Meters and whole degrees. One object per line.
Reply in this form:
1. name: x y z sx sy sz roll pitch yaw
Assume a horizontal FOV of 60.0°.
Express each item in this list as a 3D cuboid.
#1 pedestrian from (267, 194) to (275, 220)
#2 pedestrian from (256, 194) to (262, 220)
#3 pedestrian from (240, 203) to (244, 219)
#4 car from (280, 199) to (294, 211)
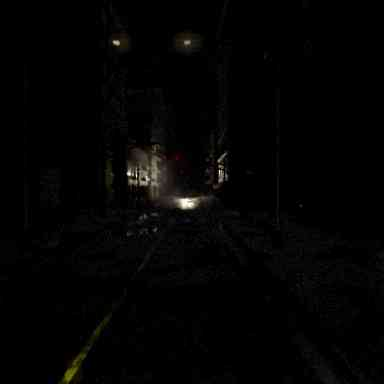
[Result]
1. pedestrian: 5.656 1.055 23.792 0.375 1.860 0.375 0 1 0
2. pedestrian: 4.655 1.034 23.193 0.375 1.860 0.375 0 1 0
3. pedestrian: 3.656 1.399 24.398 0.500 1.100 0.500 0 1 0
4. car: 11.693 1.491 37.986 4.206 1.307 1.802 1 0 0
